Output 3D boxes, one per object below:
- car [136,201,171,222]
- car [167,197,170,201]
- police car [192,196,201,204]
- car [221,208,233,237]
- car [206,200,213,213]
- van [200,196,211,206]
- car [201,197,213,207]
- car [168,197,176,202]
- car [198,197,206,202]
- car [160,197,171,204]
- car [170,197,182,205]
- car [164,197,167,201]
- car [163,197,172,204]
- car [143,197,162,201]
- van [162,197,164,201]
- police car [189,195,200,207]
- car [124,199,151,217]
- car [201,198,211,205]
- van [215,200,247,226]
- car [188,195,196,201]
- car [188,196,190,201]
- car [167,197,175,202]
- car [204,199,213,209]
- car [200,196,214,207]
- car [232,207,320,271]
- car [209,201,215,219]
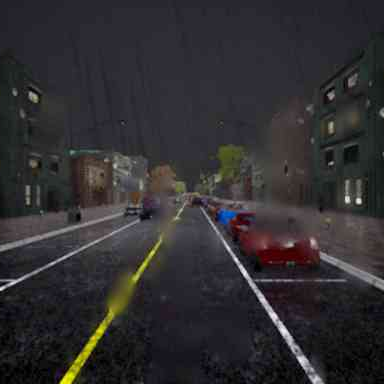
[{"bbox_3d":[-3.095,1.712,27.610,1.994,1.385,4.181,0,0,0],"label":"car"},{"bbox_3d":[-5.693,1.871,61.116,1.887,1.381,4.507,-1,0,0],"label":"car"},{"bbox_3d":[0.900,1.813,72.959,1.930,1.638,5.238,0,0,0],"label":"police car"},{"bbox_3d":[2.688,1.672,16.732,1.802,1.307,4.206,-1,0,0],"label":"car"},{"bbox_3d":[2.687,1.761,33.376,1.802,1.307,4.206,-1,0,0],"label":"car"},{"bbox_3d":[2.685,1.638,55.571,1.690,1.788,3.998,-1,0,0],"label":"van"},{"bbox_3d":[2.688,1.849,50.021,1.802,1.307,4.206,-1,0,0],"label":"car"},{"bbox_3d":[-5.693,2.051,94.405,2.008,1.369,4.403,-1,0,0],"label":"car"},{"bbox_3d":[2.688,2.037,88.860,1.947,1.339,4.313,-1,0,0],"label":"car"},{"bbox_3d":[-5.694,1.824,72.213,1.967,1.590,4.097,-1,0,0],"label":"car"},{"bbox_3d":[-3.001,1.894,68.639,1.994,1.385,4.181,0,0,0],"label":"car"},{"bbox_3d":[-5.694,1.737,55.568,1.967,1.590,4.097,-1,0,0],"label":"car"},{"bbox_3d":[-5.693,1.958,77.761,1.887,1.381,4.507,-1,0,0],"label":"car"},{"bbox_3d":[-5.695,1.553,44.473,2.192,1.841,5.009,-1,0,0],"label":"car"},{"bbox_3d":[-5.695,1.609,50.021,1.690,1.788,3.998,-1,0,0],"label":"van"},{"bbox_3d":[0.900,1.729,56.958,1.930,1.638,5.238,0,0,0],"label":"police car"},{"bbox_3d":[-5.693,1.730,33.375,2.008,1.369,4.403,-1,0,0],"label":"car"},{"bbox_3d":[2.688,1.937,66.666,1.802,1.307,4.206,-1,0,0],"label":"car"},{"bbox_3d":[2.685,1.461,22.281,1.690,1.788,3.998,-1,0,0],"label":"van"},{"bbox_3d":[0.000,1.658,92.179,2.097,1.767,4.553,0,0,0],"label":"car"},{"bbox_3d":[0.837,1.707,66.807,2.097,1.767,4.553,0,0,-1],"label":"car"},{"bbox_3d":[-5.692,2.053,88.857,1.802,1.307,4.206,-1,0,0],"label":"car"},{"bbox_3d":[2.688,1.790,38.925,1.802,1.307,4.206,-1,0,0],"label":"car"},{"bbox_3d":[2.686,1.641,61.119,2.192,1.841,5.009,-1,0,0],"label":"car"},{"bbox_3d":[2.686,1.501,11.184,1.967,1.590,4.097,-1,0,0],"label":"car"},{"bbox_3d":[2.687,1.694,27.828,1.887,1.381,4.507,-1,0,0],"label":"car"}]
